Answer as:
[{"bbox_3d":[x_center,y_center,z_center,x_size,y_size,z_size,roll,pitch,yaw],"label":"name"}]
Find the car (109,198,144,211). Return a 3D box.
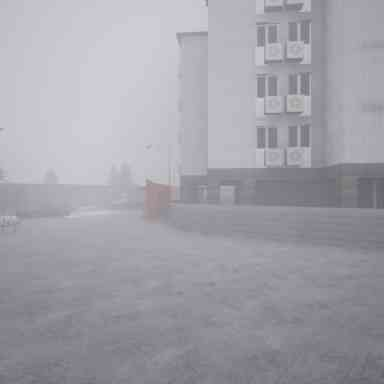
[{"bbox_3d":[-8.141,1.491,41.677,1.882,1.535,5.008,0,0,35],"label":"car"}]

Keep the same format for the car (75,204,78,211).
[{"bbox_3d":[-14.110,1.561,33.340,2.033,1.411,5.357,0,0,36],"label":"car"}]

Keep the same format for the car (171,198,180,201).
[{"bbox_3d":[-1.962,1.561,50.286,2.033,1.411,5.357,0,0,36],"label":"car"}]

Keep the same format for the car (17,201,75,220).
[{"bbox_3d":[-12.554,1.575,28.293,1.994,1.385,4.181,0,0,36],"label":"car"}]
